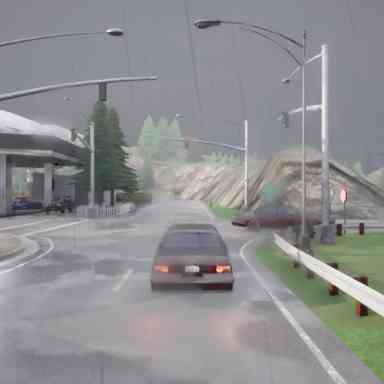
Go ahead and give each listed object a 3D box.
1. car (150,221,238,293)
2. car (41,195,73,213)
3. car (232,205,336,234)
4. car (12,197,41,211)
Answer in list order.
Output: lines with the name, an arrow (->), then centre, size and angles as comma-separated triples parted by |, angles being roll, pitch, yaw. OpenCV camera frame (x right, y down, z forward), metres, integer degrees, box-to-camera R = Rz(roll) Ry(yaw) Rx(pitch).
car -> 0.004, 1.547, 8.980 | 2.033, 1.411, 5.357 | 0, 0, 0
car -> -14.515, 1.312, 36.567 | 1.905, 1.878, 3.866 | 0, 0, -1
car -> 4.843, 1.391, 17.786 | 5.357, 1.411, 2.033 | -1, -1, 25
car -> -20.220, 1.479, 40.846 | 2.242, 1.667, 4.611 | 0, 0, -1
